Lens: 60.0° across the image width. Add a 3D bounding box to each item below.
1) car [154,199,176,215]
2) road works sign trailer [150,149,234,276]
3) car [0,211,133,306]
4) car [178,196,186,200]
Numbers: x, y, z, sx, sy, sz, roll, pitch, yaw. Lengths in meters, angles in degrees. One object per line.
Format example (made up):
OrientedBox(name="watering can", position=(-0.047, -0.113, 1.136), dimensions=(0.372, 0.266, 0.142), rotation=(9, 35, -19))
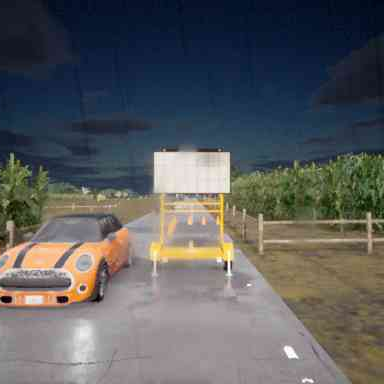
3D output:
OrientedBox(name="car", position=(-2.747, 1.541, 34.387), dimensions=(1.837, 1.490, 4.892), rotation=(0, 0, 0))
OrientedBox(name="road works sign trailer", position=(0.002, 0.465, 10.333), dimensions=(2.380, 3.560, 2.880), rotation=(0, 0, 0))
OrientedBox(name="car", position=(-2.849, 1.352, 8.240), dimensions=(2.097, 1.767, 4.553), rotation=(0, 0, 0))
OrientedBox(name="car", position=(-2.742, 1.748, 90.348), dimensions=(1.837, 1.490, 4.892), rotation=(0, 0, 0))
